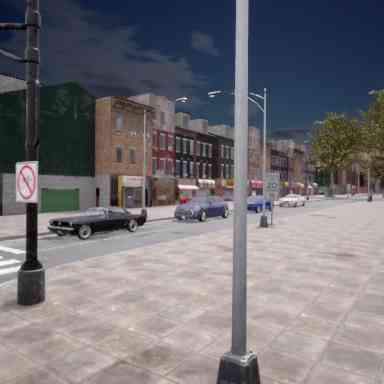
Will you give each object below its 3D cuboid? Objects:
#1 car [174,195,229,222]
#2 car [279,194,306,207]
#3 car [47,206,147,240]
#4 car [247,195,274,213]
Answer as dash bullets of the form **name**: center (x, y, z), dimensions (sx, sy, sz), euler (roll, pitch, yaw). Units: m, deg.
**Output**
- **car**: center (0.746, 1.038, 23.516), dimensions (2.097, 1.767, 4.553), euler (1, 1, 35)
- **car**: center (11.842, 0.979, 39.025), dimensions (1.812, 1.442, 4.674), euler (1, 1, 36)
- **car**: center (-4.467, 1.408, 16.214), dimensions (1.895, 1.301, 4.718), euler (1, 1, 35)
- **car**: center (6.013, 1.049, 30.891), dimensions (1.882, 1.535, 5.008), euler (1, 1, 35)
